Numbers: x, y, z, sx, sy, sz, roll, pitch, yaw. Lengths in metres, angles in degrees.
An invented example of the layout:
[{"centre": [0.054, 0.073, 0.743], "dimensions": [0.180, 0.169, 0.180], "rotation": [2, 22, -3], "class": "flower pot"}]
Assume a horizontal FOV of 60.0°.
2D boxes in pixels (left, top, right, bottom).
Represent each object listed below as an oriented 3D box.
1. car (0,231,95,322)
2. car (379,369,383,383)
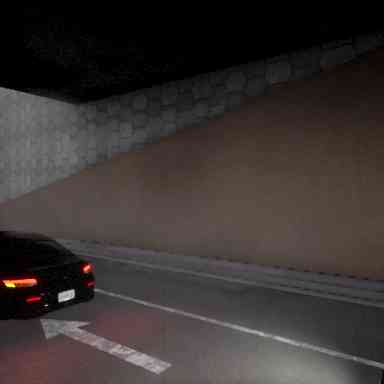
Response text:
[{"centre": [-3.918, 1.525, 6.768], "dimensions": [4.674, 1.442, 1.812], "rotation": [0, 0, 36], "class": "car"}, {"centre": [3.523, 1.505, 1.401], "dimensions": [4.892, 1.490, 1.837], "rotation": [0, 0, 36], "class": "car"}]
